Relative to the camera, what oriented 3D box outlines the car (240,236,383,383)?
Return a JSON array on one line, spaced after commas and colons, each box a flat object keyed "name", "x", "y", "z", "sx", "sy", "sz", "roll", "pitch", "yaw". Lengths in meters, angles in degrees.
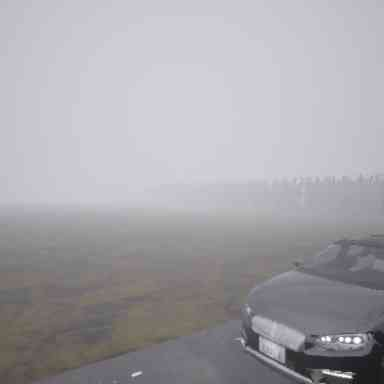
[{"name": "car", "x": 2.883, "y": 1.492, "z": 5.129, "sx": 4.902, "sy": 1.511, "sz": 2.128, "roll": 0, "pitch": 0, "yaw": -35}]
